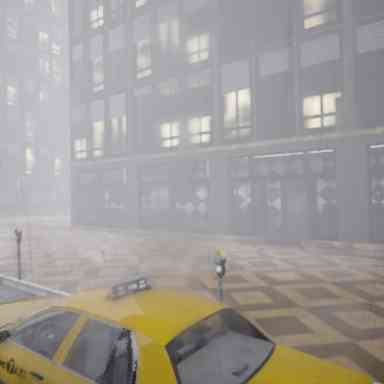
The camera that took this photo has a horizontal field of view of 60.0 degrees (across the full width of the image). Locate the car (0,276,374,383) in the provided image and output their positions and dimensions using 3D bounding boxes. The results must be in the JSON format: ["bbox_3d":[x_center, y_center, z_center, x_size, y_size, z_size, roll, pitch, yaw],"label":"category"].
[{"bbox_3d":[-0.815,1.533,3.317,4.829,1.417,1.752,0,-1,35],"label":"car"}]
